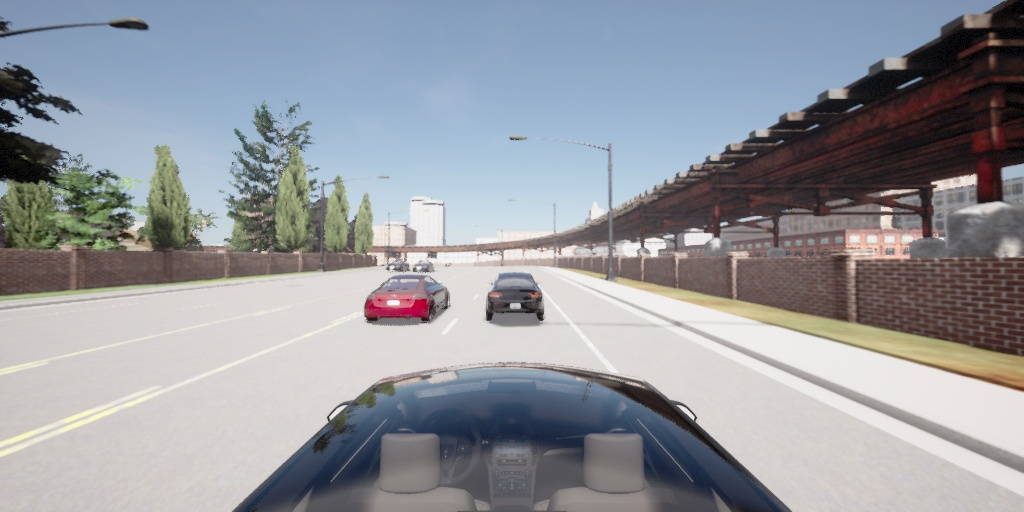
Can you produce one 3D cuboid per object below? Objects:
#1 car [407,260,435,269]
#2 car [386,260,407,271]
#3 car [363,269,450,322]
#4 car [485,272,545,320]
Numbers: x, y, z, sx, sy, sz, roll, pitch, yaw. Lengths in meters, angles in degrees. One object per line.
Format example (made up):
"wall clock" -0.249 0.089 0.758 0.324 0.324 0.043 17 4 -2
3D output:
"car" -10.614 1.236 43.245 2.128 1.511 4.902 0 0 0
"car" -14.118 1.236 44.527 2.128 1.511 4.902 0 0 0
"car" -3.398 1.313 12.267 1.994 1.385 4.181 0 0 0
"car" 0.088 1.274 12.554 1.812 1.442 4.674 0 0 0
